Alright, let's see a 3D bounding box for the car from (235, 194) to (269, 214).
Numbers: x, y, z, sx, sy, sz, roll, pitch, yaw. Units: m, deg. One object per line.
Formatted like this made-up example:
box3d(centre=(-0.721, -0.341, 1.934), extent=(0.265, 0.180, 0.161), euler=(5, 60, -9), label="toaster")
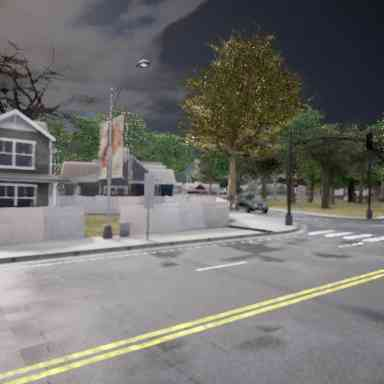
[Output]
box3d(centre=(6.449, 1.231, 36.362), extent=(2.150, 2.045, 5.566), euler=(2, 1, -11), label="car")
